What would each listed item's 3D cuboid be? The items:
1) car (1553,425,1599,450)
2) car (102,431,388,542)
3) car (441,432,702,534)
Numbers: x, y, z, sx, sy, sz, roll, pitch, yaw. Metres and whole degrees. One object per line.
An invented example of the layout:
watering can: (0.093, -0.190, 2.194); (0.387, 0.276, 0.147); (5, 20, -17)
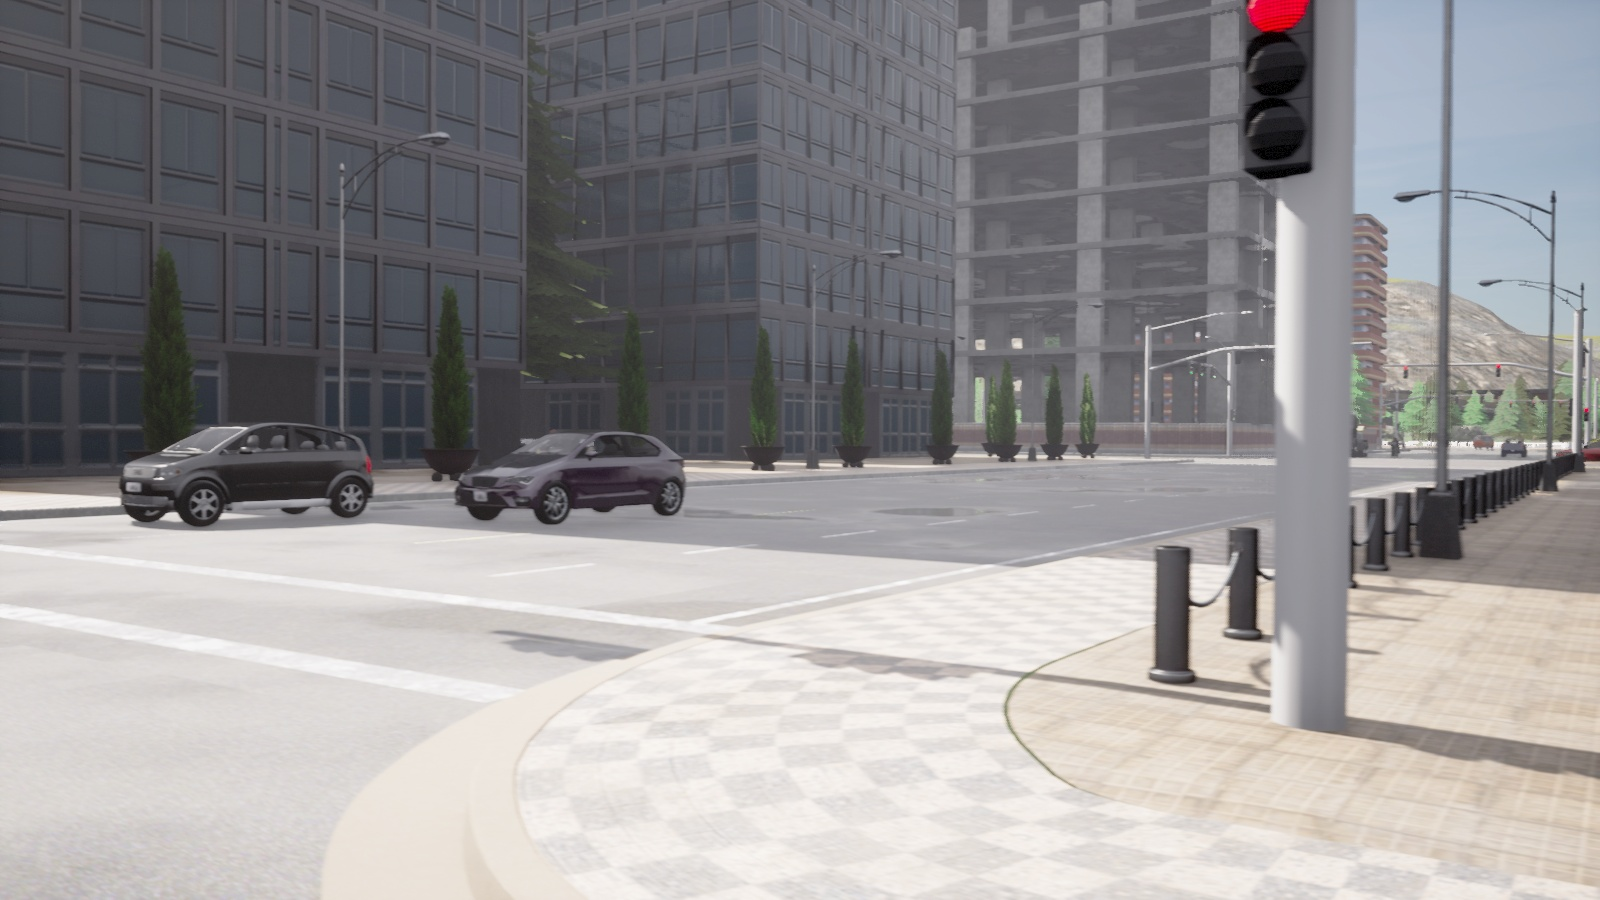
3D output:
car: (47.700, -0.737, 74.673); (4.792, 1.488, 2.163); (0, 1, 39)
car: (-8.583, 0.494, 19.691); (1.789, 1.549, 3.705); (0, 1, 34)
car: (-3.648, 0.463, 20.756); (1.816, 1.474, 4.193); (0, 1, 34)
